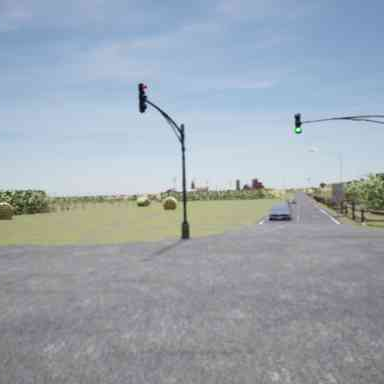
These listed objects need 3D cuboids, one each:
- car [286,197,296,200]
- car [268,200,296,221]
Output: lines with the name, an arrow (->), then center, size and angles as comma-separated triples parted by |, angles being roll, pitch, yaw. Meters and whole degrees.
car -> 19.523, 1.694, 65.466 | 2.128, 1.511, 4.902 | -2, 0, 18
car -> 7.786, 1.698, 29.095 | 2.033, 1.411, 5.357 | -2, 0, 18
